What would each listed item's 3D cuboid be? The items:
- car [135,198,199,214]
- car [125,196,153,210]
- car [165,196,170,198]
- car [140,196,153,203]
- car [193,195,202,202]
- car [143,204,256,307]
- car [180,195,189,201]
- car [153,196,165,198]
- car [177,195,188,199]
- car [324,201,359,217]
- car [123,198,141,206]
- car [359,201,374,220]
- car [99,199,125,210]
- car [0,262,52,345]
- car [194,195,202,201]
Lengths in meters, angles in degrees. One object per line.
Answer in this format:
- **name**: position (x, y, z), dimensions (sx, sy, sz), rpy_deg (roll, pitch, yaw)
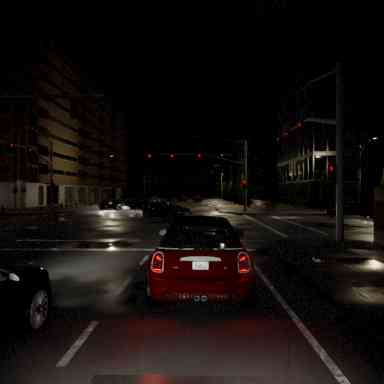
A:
- **car**: position (-2.091, 1.517, 26.877), dimensions (2.128, 1.511, 4.902), rpy_deg (-1, 0, -44)
- **car**: position (-6.678, 1.547, 42.484), dimensions (2.033, 1.411, 5.357), rpy_deg (0, 0, 1)
- **car**: position (-5.757, 1.550, 73.100), dimensions (1.994, 1.385, 4.181), rpy_deg (0, 0, 2)
- **car**: position (-9.382, 1.563, 69.011), dimensions (1.994, 1.385, 4.181), rpy_deg (0, 0, 2)
- **car**: position (1.271, 1.478, 73.859), dimensions (1.882, 1.535, 5.008), rpy_deg (0, 0, 2)
- **car**: position (0.223, 1.352, 8.139), dimensions (2.097, 1.767, 4.553), rpy_deg (0, 0, 2)
- **car**: position (-1.927, 1.540, 83.967), dimensions (2.033, 1.411, 5.357), rpy_deg (0, 0, 2)
- **car**: position (-6.316, 1.526, 57.253), dimensions (1.812, 1.442, 4.674), rpy_deg (0, 0, 2)
- **car**: position (-2.228, 1.524, 73.881), dimensions (2.128, 1.511, 4.902), rpy_deg (0, 0, 2)
- **car**: position (14.516, 1.547, 30.045), dimensions (4.902, 1.511, 2.128), rpy_deg (0, 0, 1)
- **car**: position (-9.890, 1.601, 54.961), dimensions (1.895, 1.301, 4.718), rpy_deg (0, 0, 2)
- **car**: position (16.702, 1.603, 26.497), dimensions (5.357, 1.411, 2.033), rpy_deg (0, 0, 1)
- **car**: position (-10.185, 1.563, 41.573), dimensions (1.994, 1.385, 4.181), rpy_deg (0, 0, 0)
- **car**: position (-3.395, 1.492, 3.911), dimensions (2.128, 1.511, 4.902), rpy_deg (0, 0, 1)
- **car**: position (1.576, 1.478, 84.013), dimensions (1.882, 1.535, 5.008), rpy_deg (0, 0, 2)
